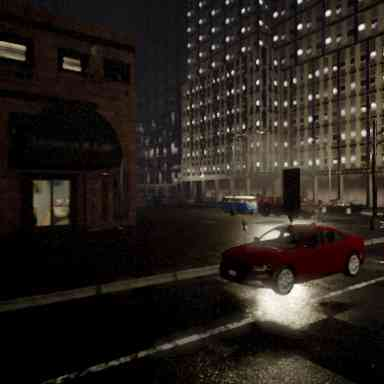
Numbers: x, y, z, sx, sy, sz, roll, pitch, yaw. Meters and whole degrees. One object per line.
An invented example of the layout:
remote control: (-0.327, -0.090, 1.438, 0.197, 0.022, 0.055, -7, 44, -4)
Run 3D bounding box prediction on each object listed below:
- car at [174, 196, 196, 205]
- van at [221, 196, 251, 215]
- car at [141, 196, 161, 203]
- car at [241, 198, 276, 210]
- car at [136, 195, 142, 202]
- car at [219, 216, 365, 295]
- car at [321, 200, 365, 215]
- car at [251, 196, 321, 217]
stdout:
car: (-1.297, 1.413, 55.634, 1.752, 1.417, 4.829, 0, 0, -35)
van: (4.610, 1.309, 32.523, 1.690, 1.788, 3.998, 0, 0, -35)
car: (-7.543, 1.443, 64.583, 1.947, 1.339, 4.313, 0, 0, -35)
car: (8.313, 1.490, 41.864, 1.802, 1.307, 4.206, 0, 0, -35)
car: (-10.811, 1.398, 69.265, 1.752, 1.417, 4.829, 0, 0, -35)
car: (2.719, 1.538, 8.663, 4.507, 1.381, 1.887, 0, 0, -36)
car: (14.655, 1.475, 32.776, 2.008, 1.369, 4.403, 0, 0, -35)
car: (7.781, 1.291, 27.979, 2.192, 1.841, 5.009, 0, 0, -35)
